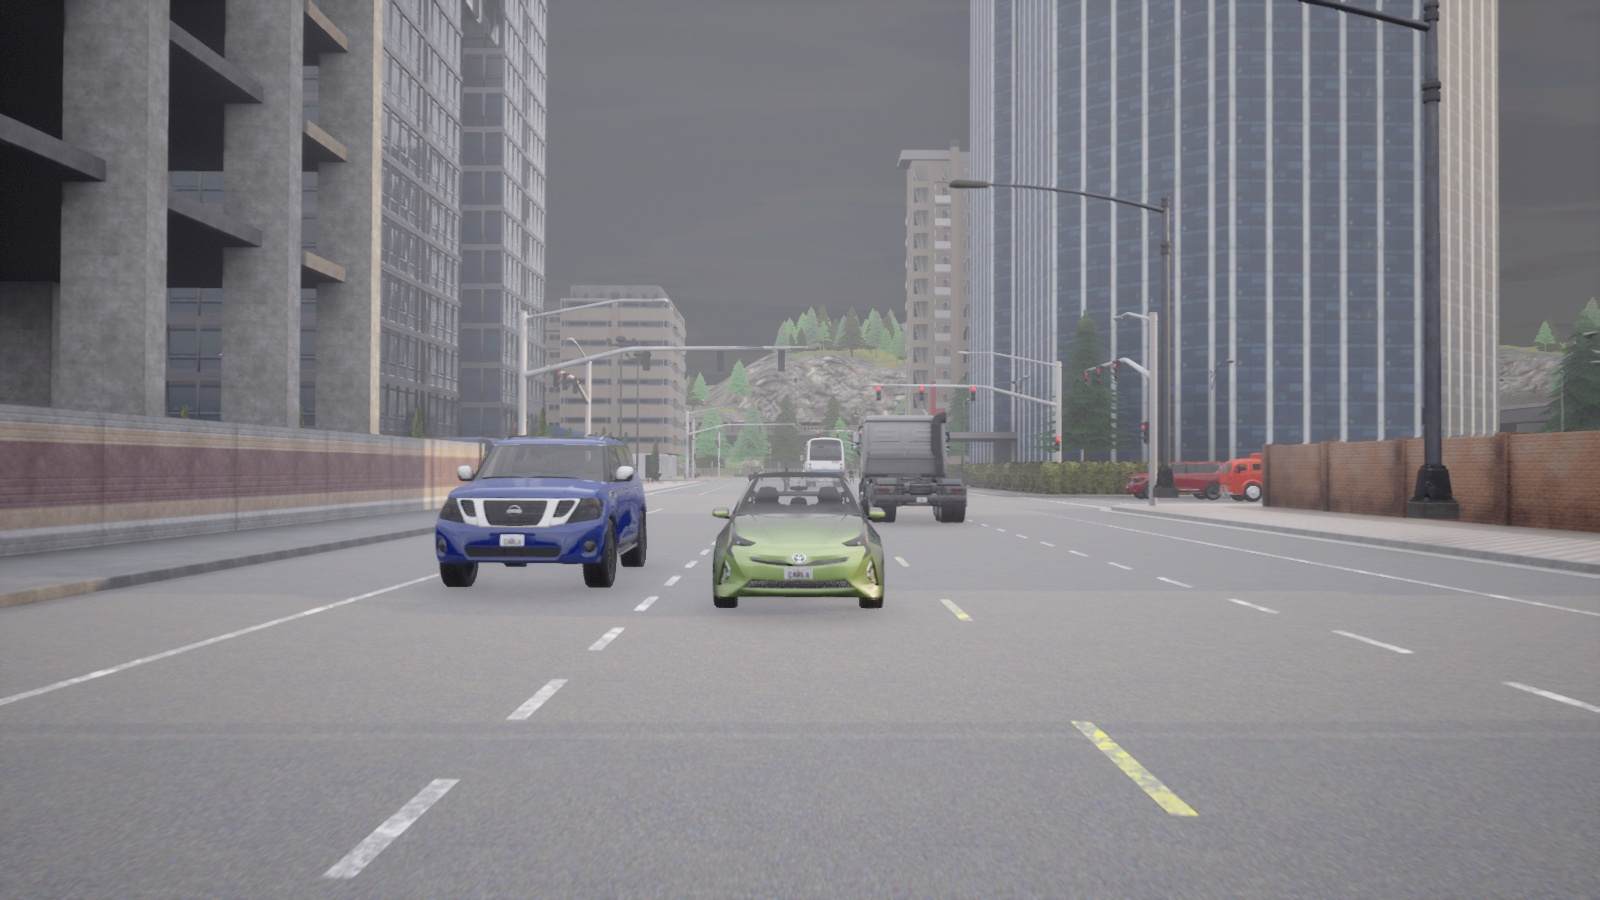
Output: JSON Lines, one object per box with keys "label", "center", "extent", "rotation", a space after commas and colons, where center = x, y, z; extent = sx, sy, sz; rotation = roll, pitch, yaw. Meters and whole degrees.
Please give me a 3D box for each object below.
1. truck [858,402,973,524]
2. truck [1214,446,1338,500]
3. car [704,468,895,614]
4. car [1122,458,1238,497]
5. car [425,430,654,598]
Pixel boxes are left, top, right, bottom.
{"label": "truck", "center": [3.464, 0.420, 39.768], "extent": [2.891, 3.462, 7.936], "rotation": [0, -1, 0]}
{"label": "truck", "center": [24.100, 1.166, 63.777], "extent": [5.204, 2.467, 2.627], "rotation": [-2, -1, -1]}
{"label": "car", "center": [-0.010, 0.993, 15.444], "extent": [2.007, 1.525, 4.514], "rotation": [0, -1, 0]}
{"label": "car", "center": [20.299, 1.470, 67.235], "extent": [5.566, 2.045, 2.150], "rotation": [0, -1, -1]}
{"label": "car", "center": [-3.513, 0.820, 18.121], "extent": [2.150, 2.045, 5.566], "rotation": [0, -1, 0]}
